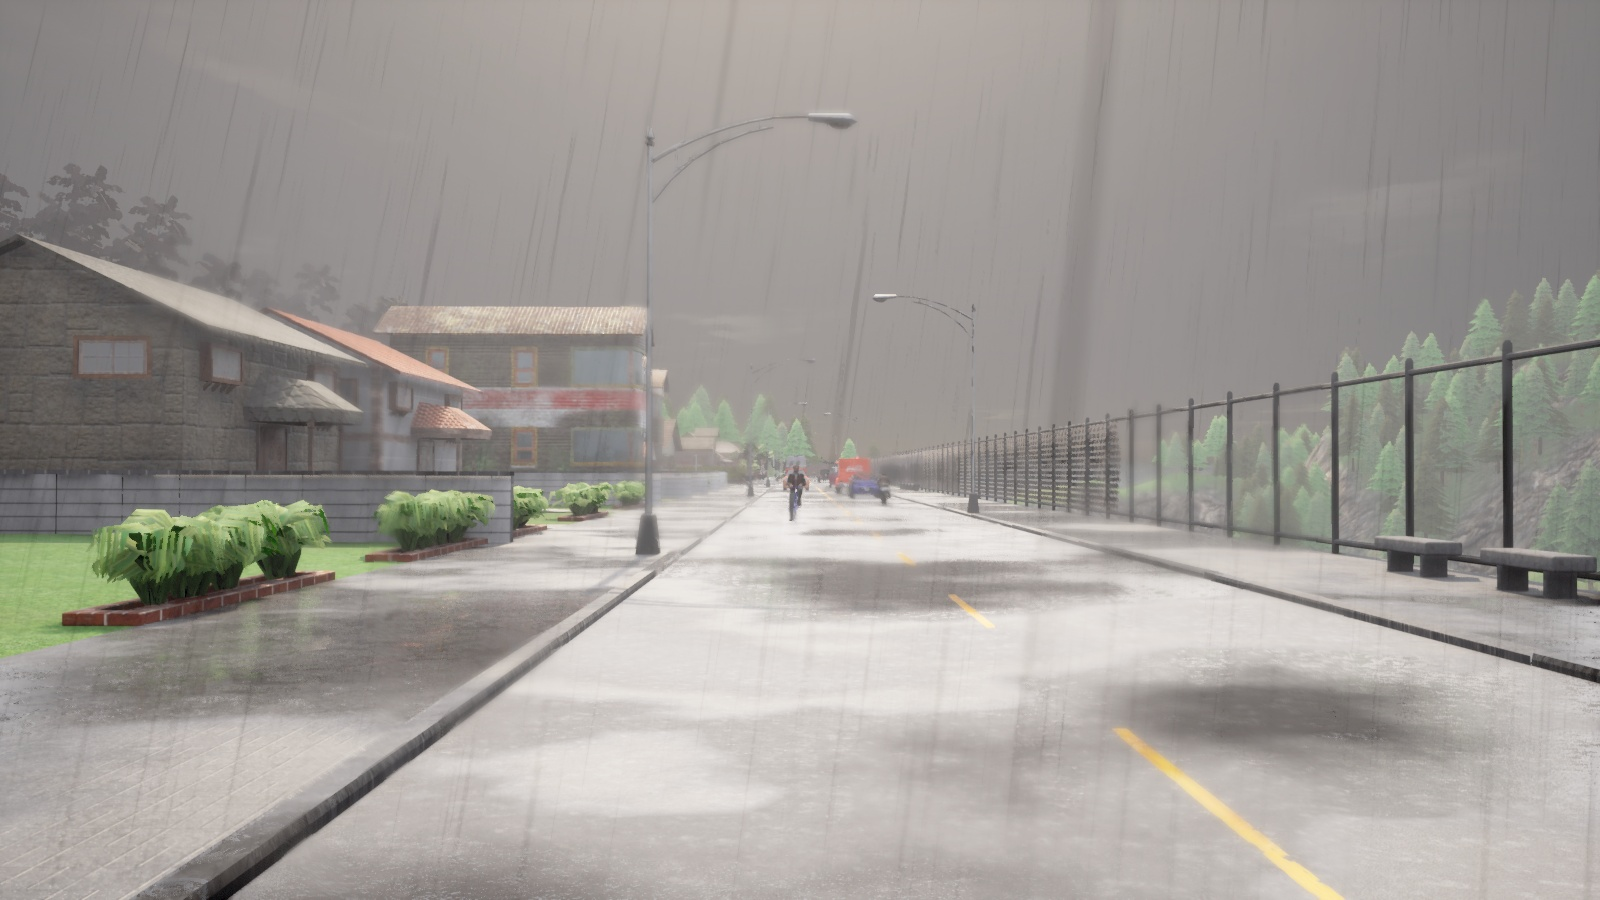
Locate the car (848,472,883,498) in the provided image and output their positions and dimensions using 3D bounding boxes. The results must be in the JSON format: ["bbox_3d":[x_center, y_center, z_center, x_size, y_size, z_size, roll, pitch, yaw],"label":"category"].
[{"bbox_3d":[3.789,2.039,73.181,1.816,1.474,4.193,0,-1,0],"label":"car"}]

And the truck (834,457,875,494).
[{"bbox_3d":[3.744,1.784,87.845,2.627,2.467,5.204,0,-1,0],"label":"truck"}]

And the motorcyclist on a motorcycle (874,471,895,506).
[{"bbox_3d":[3.835,1.739,57.164,0.797,1.523,2.044,0,-1,0],"label":"motorcyclist on a motorcycle"}]
